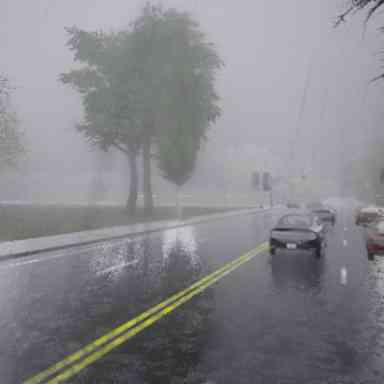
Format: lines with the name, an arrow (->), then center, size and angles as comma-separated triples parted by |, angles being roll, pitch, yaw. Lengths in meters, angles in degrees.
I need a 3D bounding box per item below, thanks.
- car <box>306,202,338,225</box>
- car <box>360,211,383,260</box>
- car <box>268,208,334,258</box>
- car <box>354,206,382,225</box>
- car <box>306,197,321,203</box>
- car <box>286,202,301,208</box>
car -> 10.725, 1.812, 27.157 | 2.128, 1.511, 4.902 | 0, -1, 25
car -> 7.543, 1.669, 12.537 | 1.812, 1.442, 4.674 | 0, -1, 25
car -> 4.425, 1.649, 13.545 | 2.128, 1.511, 4.902 | 0, -1, 25
car -> 13.842, 1.831, 26.144 | 1.812, 1.442, 4.674 | 0, -1, 25
car -> 20.757, 1.932, 56.643 | 2.150, 2.045, 5.566 | 0, -1, 25
car -> 17.501, 2.313, 57.361 | 1.895, 1.301, 4.718 | 0, -1, 25
